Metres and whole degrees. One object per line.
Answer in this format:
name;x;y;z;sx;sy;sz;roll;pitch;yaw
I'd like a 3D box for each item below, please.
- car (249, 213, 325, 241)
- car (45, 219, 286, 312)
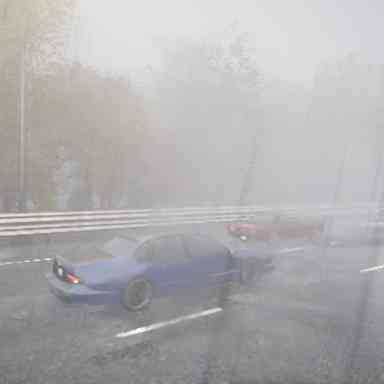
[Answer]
car;3.971;1.629;15.174;4.718;1.301;1.895;0;0;-35
car;-0.439;1.557;7.732;5.357;1.411;2.033;0;0;-35
